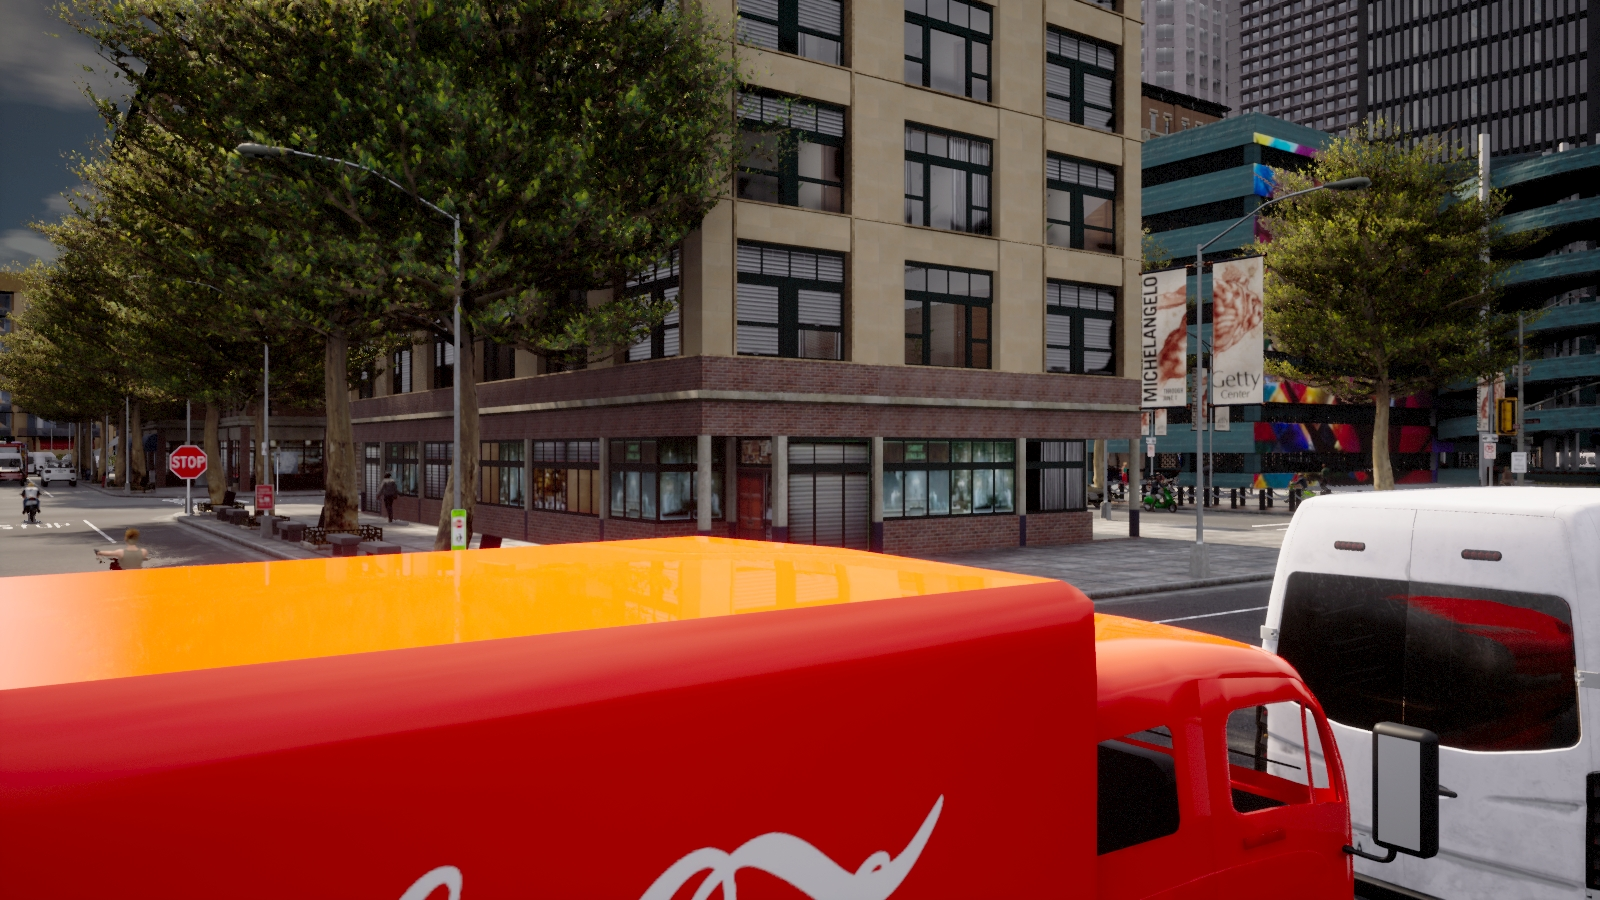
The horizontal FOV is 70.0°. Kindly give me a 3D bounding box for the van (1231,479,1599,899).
[{"bbox_3d":[5.568,1.531,7.705,5.915,2.561,1.988,0,0,-35],"label":"van"}]

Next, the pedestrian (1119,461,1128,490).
[{"bbox_3d":[21.203,1.674,74.859,0.375,1.860,0.375,0,0,-40],"label":"pedestrian"}]

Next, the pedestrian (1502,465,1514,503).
[{"bbox_3d":[35.014,1.674,56.520,0.375,1.860,0.375,0,0,-19],"label":"pedestrian"}]

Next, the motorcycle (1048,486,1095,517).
[{"bbox_3d":[11.463,2.168,48.230,0.856,1.236,1.805,0,0,-36],"label":"motorcycle"}]

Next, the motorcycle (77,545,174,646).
[{"bbox_3d":[-10.305,2.169,17.401,0.764,1.277,2.356,2,-1,-43],"label":"motorcycle"}]

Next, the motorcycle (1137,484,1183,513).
[{"bbox_3d":[16.126,2.166,51.225,0.856,1.236,1.805,0,0,-35],"label":"motorcycle"}]

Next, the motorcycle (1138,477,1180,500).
[{"bbox_3d":[20.423,2.184,65.036,0.867,1.251,2.209,0,0,-35],"label":"motorcycle"}]

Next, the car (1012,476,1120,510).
[{"bbox_3d":[12.913,2.045,55.772,2.231,1.480,4.892,0,0,-35],"label":"car"}]

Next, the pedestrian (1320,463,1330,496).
[{"bbox_3d":[30.144,1.673,65.568,0.375,1.860,0.375,0,0,-22],"label":"pedestrian"}]

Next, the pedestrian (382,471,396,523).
[{"bbox_3d":[-14.897,1.691,41.438,0.375,1.860,0.375,0,0,-36],"label":"pedestrian"}]

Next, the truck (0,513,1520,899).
[{"bbox_3d":[-0.425,1.567,3.494,5.204,2.467,2.627,0,0,-35],"label":"truck"}]
